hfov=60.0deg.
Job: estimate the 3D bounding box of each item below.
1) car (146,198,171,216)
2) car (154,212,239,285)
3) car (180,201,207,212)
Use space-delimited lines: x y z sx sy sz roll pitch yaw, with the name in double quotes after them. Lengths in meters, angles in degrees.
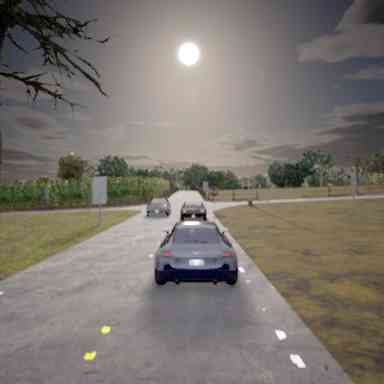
-2.750 1.241 28.302 1.812 1.442 4.674 0 1 0 "car"
0.101 1.478 9.221 1.994 1.385 4.181 0 1 0 "car"
0.102 1.331 25.084 1.895 1.301 4.718 0 1 0 "car"
